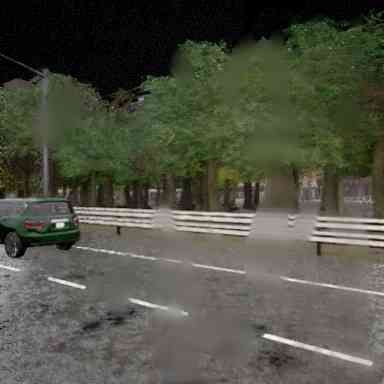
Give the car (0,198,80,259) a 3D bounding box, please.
[{"bbox_3d":[-6.702,1.244,12.961,5.566,2.045,2.150,0,0,36],"label":"car"}]
